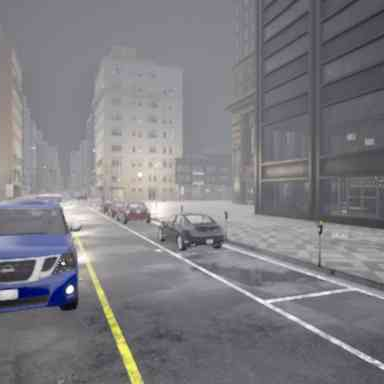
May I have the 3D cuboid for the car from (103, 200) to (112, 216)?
[{"bbox_3d":[-6.469,1.532,29.643,1.802,1.307,4.206,0,0,-22],"label":"car"}]

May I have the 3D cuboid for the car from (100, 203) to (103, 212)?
[{"bbox_3d":[-8.569,1.483,34.877,1.887,1.381,4.507,0,0,-22],"label":"car"}]

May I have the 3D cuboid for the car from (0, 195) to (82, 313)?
[{"bbox_3d":[-3.856,1.213,7.638,2.150,2.045,5.566,0,0,-22],"label":"car"}]

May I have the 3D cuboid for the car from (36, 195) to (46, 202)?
[{"bbox_3d":[-32.785,1.313,72.347,1.752,1.417,4.829,0,0,-22],"label":"car"}]

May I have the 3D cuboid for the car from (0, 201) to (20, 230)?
[{"bbox_3d":[-12.292,1.405,21.258,1.967,1.590,4.097,0,0,-22],"label":"car"}]

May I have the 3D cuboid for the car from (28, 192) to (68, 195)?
[{"bbox_3d":[-10.690,1.180,24.942,2.150,2.045,5.566,0,0,-22],"label":"car"}]

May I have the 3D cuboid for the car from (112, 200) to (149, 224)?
[{"bbox_3d":[-4.369,1.402,24.409,1.967,1.590,4.097,0,0,-22],"label":"car"}]

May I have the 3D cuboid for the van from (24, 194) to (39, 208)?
[{"bbox_3d":[-22.791,1.244,47.430,1.690,1.788,3.998,0,0,-22],"label":"van"}]

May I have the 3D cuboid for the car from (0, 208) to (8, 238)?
[{"bbox_3d":[-10.191,1.558,16.022,1.802,1.307,4.206,0,0,-22],"label":"car"}]

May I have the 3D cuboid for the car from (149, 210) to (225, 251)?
[{"bbox_3d":[-0.170,1.534,13.942,2.008,1.369,4.403,0,0,-22],"label":"car"}]

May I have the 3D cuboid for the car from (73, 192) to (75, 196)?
[{"bbox_3d":[-29.138,1.275,86.153,1.887,1.381,4.507,0,0,-22],"label":"car"}]

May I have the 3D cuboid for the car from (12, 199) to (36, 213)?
[{"bbox_3d":[-18.591,1.495,36.960,1.947,1.339,4.313,0,0,-22],"label":"car"}]

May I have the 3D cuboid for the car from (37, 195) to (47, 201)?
[{"bbox_3d":[-34.954,1.326,77.754,1.947,1.339,4.313,0,0,-22],"label":"car"}]

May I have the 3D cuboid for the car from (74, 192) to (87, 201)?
[{"bbox_3d":[-24.925,1.099,75.653,2.192,1.841,5.009,0,0,-22],"label":"car"}]
